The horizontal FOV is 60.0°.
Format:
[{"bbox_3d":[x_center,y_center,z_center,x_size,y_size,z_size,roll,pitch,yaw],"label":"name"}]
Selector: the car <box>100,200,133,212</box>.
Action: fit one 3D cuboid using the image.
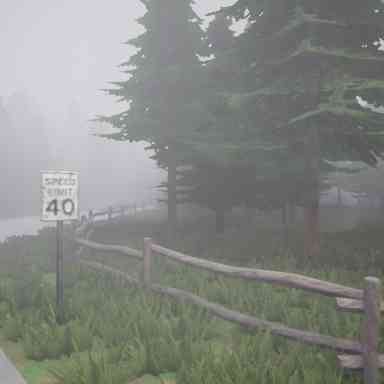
[{"bbox_3d":[-7.950,1.552,35.909,2.033,1.411,5.357,0,0,13],"label":"car"}]
